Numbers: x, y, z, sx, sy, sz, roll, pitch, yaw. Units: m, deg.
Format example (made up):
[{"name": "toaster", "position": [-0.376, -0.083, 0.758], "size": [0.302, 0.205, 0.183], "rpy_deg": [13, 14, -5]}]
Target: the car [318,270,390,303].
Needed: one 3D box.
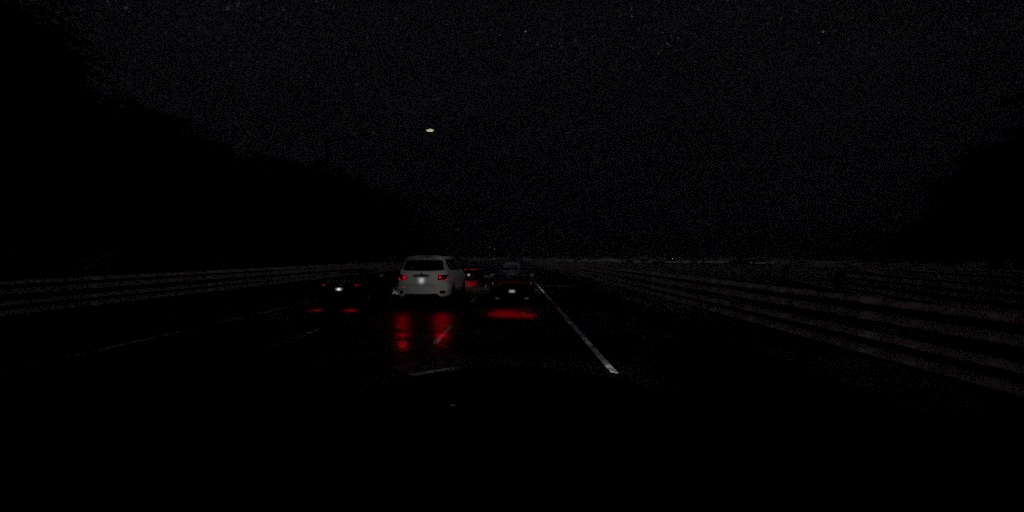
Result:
[{"name": "car", "position": [-7.000, 1.320, 16.499], "size": [1.994, 1.385, 4.181], "rpy_deg": [0, 0, 0]}]

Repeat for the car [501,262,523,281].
[{"name": "car", "position": [0.000, 1.286, 31.500], "size": [1.812, 1.442, 4.674], "rpy_deg": [0, 0, 0]}]

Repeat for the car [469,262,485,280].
[{"name": "car", "position": [-3.500, 1.269, 31.500], "size": [1.837, 1.490, 4.892], "rpy_deg": [0, 0, 0]}]

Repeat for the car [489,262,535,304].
[{"name": "car", "position": [0.000, 1.233, 16.500], "size": [1.882, 1.535, 5.008], "rpy_deg": [0, 0, 0]}]

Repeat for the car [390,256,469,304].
[{"name": "car", "position": [-3.499, 1.006, 16.530], "size": [2.150, 2.045, 5.566], "rpy_deg": [0, 0, 0]}]
